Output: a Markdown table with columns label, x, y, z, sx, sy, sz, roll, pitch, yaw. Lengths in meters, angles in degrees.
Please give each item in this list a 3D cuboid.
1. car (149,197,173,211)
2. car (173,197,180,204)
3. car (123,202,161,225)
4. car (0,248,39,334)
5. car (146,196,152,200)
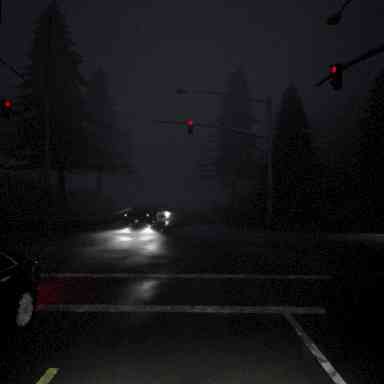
| label | x | y | z | sx | sy | sz | roll | pitch | yaw |
| --- | --- | --- | --- | --- | --- | --- | --- | --- | --- |
| car | -3.665 | 1.601 | 40.396 | 1.895 | 1.301 | 4.718 | 0 | 0 | 0 |
| car | -4.071 | 1.564 | 61.705 | 1.994 | 1.385 | 4.181 | 0 | 0 | -39 |
| car | -3.629 | 1.600 | 23.969 | 1.895 | 1.301 | 4.718 | 0 | 0 | 0 |
| car | -3.605 | 1.505 | 3.988 | 1.837 | 1.490 | 4.892 | 0 | 0 | 0 |
| car | -7.651 | 1.526 | 60.487 | 1.812 | 1.442 | 4.674 | 0 | 0 | -40 |
